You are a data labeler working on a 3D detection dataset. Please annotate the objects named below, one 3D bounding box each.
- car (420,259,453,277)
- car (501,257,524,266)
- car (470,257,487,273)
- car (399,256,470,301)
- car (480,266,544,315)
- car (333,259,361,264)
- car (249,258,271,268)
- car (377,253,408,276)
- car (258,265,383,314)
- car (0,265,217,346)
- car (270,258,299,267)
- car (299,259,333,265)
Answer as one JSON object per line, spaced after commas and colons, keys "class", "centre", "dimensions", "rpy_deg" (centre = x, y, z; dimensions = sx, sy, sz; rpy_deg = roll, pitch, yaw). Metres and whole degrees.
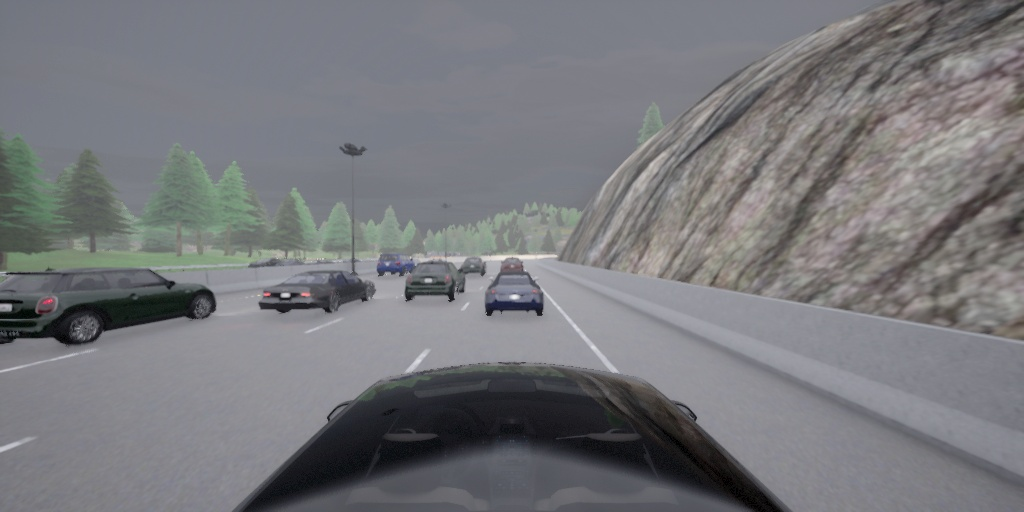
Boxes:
{"class": "car", "centre": [-6.974, 1.045, 33.660], "dimensions": [2.128, 1.511, 4.902], "rpy_deg": [0, 0, 0]}
{"class": "car", "centre": [0.027, 0.897, 33.490], "dimensions": [2.097, 1.767, 4.553], "rpy_deg": [0, 0, 0]}
{"class": "car", "centre": [-3.474, 0.902, 33.483], "dimensions": [2.097, 1.767, 4.553], "rpy_deg": [0, 0, 0]}
{"class": "car", "centre": [-3.432, 1.009, 16.813], "dimensions": [2.097, 1.767, 4.553], "rpy_deg": [0, 0, 0]}
{"class": "car", "centre": [0.076, 1.239, 13.230], "dimensions": [1.994, 1.385, 4.181], "rpy_deg": [0, 0, 0]}
{"class": "car", "centre": [-21.163, 1.050, 47.043], "dimensions": [1.994, 1.385, 4.181], "rpy_deg": [0, 0, 0]}
{"class": "car", "centre": [-31.648, 0.982, 46.456], "dimensions": [1.882, 1.535, 5.008], "rpy_deg": [0, 0, 0]}
{"class": "car", "centre": [-10.472, 0.785, 32.787], "dimensions": [2.150, 2.045, 5.566], "rpy_deg": [0, 0, 0]}
{"class": "car", "centre": [-6.924, 1.231, 13.466], "dimensions": [2.033, 1.411, 5.357], "rpy_deg": [0, 0, 0]}
{"class": "car", "centre": [-10.417, 1.066, 9.482], "dimensions": [2.097, 1.767, 4.553], "rpy_deg": [0, 0, 0]}
{"class": "car", "centre": [-28.155, 1.068, 45.827], "dimensions": [1.994, 1.385, 4.181], "rpy_deg": [0, 0, 0]}
{"class": "car", "centre": [-24.664, 1.099, 46.029], "dimensions": [1.895, 1.301, 4.718], "rpy_deg": [0, 0, 0]}
